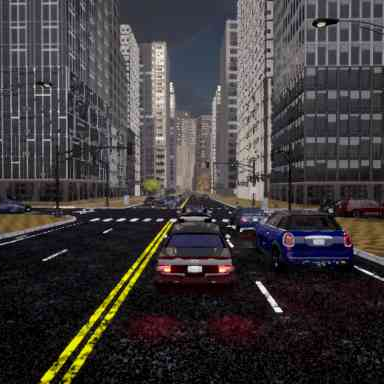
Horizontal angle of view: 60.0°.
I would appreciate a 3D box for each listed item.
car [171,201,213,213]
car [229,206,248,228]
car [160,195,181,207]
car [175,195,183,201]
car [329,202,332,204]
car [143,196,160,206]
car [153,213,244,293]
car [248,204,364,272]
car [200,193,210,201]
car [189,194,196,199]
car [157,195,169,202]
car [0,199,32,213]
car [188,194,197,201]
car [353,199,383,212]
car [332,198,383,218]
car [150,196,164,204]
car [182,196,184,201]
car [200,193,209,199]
[{"bbox_3d":[0.135,1.481,18.719,2.128,1.511,4.902,0,0,0],"label":"car"},{"bbox_3d":[3.388,1.536,20.329,2.033,1.411,5.357,0,0,0],"label":"car"},{"bbox_3d":[-3.229,1.315,50.653,2.097,1.767,4.553,0,0,-1],"label":"car"},{"bbox_3d":[-3.102,1.424,80.877,1.837,1.490,4.892,0,0,0],"label":"car"},{"bbox_3d":[16.482,1.614,36.811,4.892,1.490,1.837,0,1,-1],"label":"car"},{"bbox_3d":[-6.498,1.466,52.493,1.837,1.490,4.892,0,0,0],"label":"car"},{"bbox_3d":[0.110,1.543,8.974,2.033,1.411,5.357,0,0,1],"label":"car"},{"bbox_3d":[3.369,1.347,10.944,2.097,1.767,4.553,0,0,0],"label":"car"},{"bbox_3d":[3.401,1.392,81.814,1.882,1.535,5.008,0,0,0],"label":"car"},{"bbox_3d":[0.169,1.278,92.240,2.033,1.411,5.357,0,0,0],"label":"car"},{"bbox_3d":[-6.367,1.475,73.043,2.033,1.411,5.357,0,0,0],"label":"car"},{"bbox_3d":[-19.465,1.389,34.246,5.357,1.411,2.033,0,1,1],"label":"car"},{"bbox_3d":[0.150,1.414,81.823,1.837,1.490,4.892,0,0,0],"label":"car"},{"bbox_3d":[21.881,1.640,39.279,4.829,1.417,1.752,1,0,1],"label":"car"},{"bbox_3d":[16.258,1.517,31.003,5.009,1.841,2.192,1,0,1],"label":"car"},{"bbox_3d":[-6.446,1.497,62.373,2.033,1.411,5.357,0,0,0],"label":"car"},{"bbox_3d":[-3.123,1.541,69.548,1.895,1.301,4.718,0,0,0],"label":"car"},{"bbox_3d":[3.419,1.093,92.203,2.097,1.767,4.553,0,0,0],"label":"car"}]
